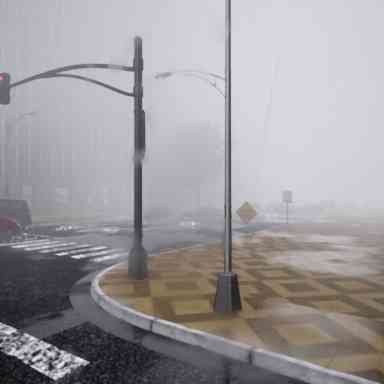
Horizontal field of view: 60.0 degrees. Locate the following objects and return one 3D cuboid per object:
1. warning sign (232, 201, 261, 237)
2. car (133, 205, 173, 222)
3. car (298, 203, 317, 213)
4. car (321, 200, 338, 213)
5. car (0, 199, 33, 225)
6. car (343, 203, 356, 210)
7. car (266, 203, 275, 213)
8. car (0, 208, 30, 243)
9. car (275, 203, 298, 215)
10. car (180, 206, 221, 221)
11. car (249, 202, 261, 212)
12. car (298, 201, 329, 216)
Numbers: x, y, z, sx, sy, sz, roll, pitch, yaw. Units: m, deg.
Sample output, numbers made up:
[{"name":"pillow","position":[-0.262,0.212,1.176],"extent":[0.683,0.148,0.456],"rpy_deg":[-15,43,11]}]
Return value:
[{"name":"warning sign","position":[3.050,1.454,18.585],"extent":[1.300,1.860,1.060],"rpy_deg":[1,1,33]},{"name":"car","position":[-3.595,1.983,31.779],"extent":[1.812,1.442,4.674],"rpy_deg":[0,-1,33]},{"name":"car","position":[19.008,2.592,54.795],"extent":[1.994,1.385,4.181],"rpy_deg":[0,-1,33]},{"name":"car","position":[21.762,2.254,53.069],"extent":[2.150,2.045,5.566],"rpy_deg":[0,-1,33]},{"name":"car","position":[-11.927,1.391,18.784],"extent":[2.150,2.045,5.566],"rpy_deg":[0,-2,33]},{"name":"car","position":[31.294,2.836,65.824],"extent":[1.812,1.442,4.674],"rpy_deg":[0,-1,33]},{"name":"car","position":[13.095,2.413,51.616],"extent":[2.128,1.511,4.902],"rpy_deg":[0,-1,33]},{"name":"car","position":[-10.324,1.658,15.261],"extent":[1.812,1.442,4.674],"rpy_deg":[1,-1,33]},{"name":"car","position":[13.573,2.450,46.230],"extent":[1.895,1.301,4.718],"rpy_deg":[0,-1,33]},{"name":"car","position":[0.959,2.069,32.860],"extent":[2.033,1.411,5.357],"rpy_deg":[0,-1,33]},{"name":"car","position":[9.251,2.388,51.680],"extent":[1.837,1.490,4.892],"rpy_deg":[0,-2,33]},{"name":"car","position":[16.242,2.342,44.378],"extent":[2.128,1.511,4.902],"rpy_deg":[0,-1,33]}]
